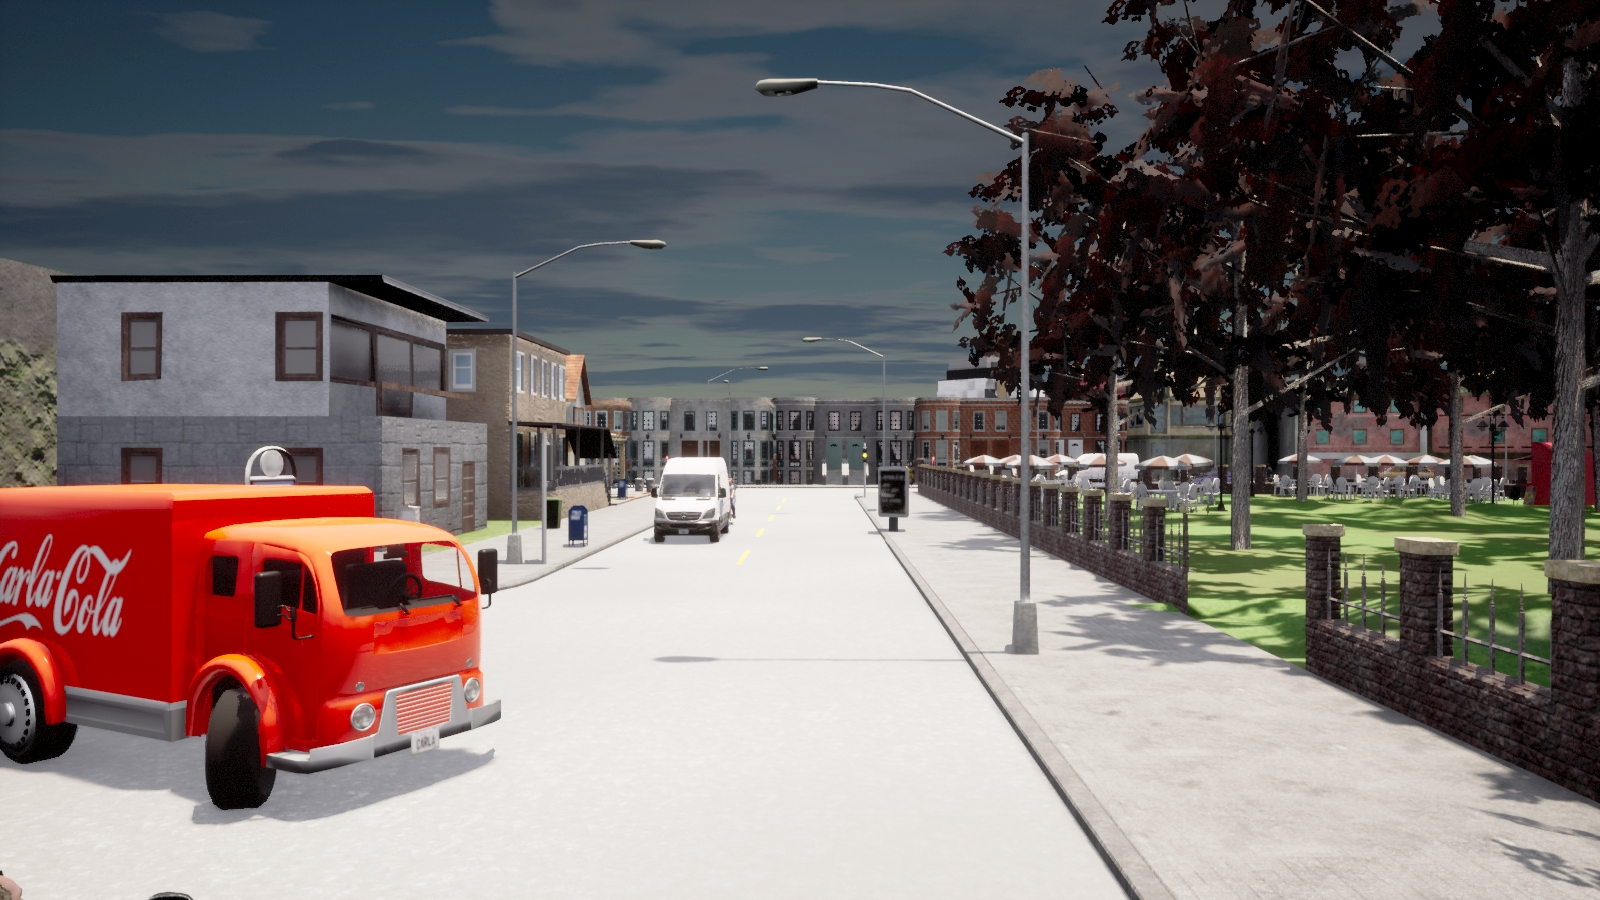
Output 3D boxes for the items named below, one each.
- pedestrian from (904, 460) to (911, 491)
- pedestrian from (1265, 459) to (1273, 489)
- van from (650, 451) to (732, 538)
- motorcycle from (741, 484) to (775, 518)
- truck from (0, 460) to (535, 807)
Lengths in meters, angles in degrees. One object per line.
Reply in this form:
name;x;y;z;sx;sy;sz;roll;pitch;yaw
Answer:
pedestrian;6.509;1.516;69.023;0.375;1.860;0.375;0;0;3
pedestrian;29.714;1.525;72.384;0.375;1.860;0.375;0;0;-1
van;-3.393;1.314;36.728;1.988;2.561;5.915;0;0;1
motorcycle;-1.677;1.985;45.065;0.867;1.251;2.209;0;0;-15
truck;-5.361;1.348;10.680;5.204;2.467;2.627;0;0;29
